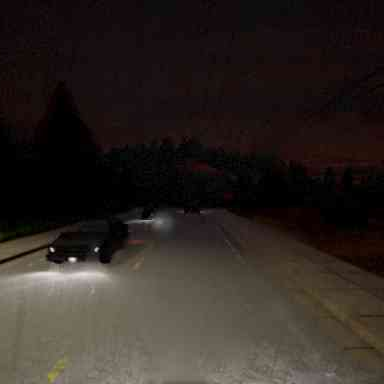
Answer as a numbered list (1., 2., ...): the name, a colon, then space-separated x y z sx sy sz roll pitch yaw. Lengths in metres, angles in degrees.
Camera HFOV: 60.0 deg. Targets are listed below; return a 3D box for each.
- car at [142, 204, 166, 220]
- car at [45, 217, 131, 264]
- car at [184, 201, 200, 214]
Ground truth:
1. car: -3.613 1.898 32.123 1.994 1.385 4.181 0 -1 0
2. car: -3.610 1.687 12.730 2.033 1.411 5.357 0 -1 0
3. car: 0.024 1.911 41.767 1.882 1.535 5.008 0 -1 0
